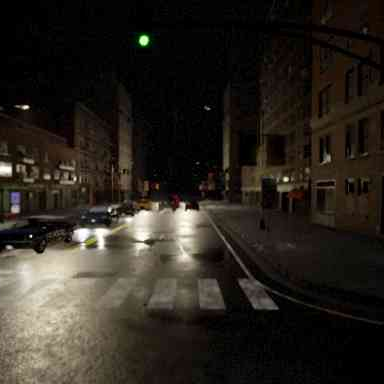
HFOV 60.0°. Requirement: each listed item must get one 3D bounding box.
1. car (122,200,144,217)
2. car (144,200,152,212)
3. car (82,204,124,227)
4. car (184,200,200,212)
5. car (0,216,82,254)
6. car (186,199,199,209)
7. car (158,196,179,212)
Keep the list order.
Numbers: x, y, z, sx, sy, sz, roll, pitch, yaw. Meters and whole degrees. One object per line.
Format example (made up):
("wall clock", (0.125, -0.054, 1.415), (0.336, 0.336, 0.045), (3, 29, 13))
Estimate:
("car", (-6.593, 1.792, 34.440), (2.033, 1.411, 5.357), (0, 0, 0))
("car", (-6.548, 1.791, 44.608), (1.882, 1.535, 5.008), (0, 0, 1))
("car", (-6.586, 1.741, 24.173), (1.994, 1.385, 4.181), (0, 0, 0))
("car", (0.003, 1.843, 44.520), (1.837, 1.490, 4.892), (0, 0, 0))
("car", (-6.592, 1.715, 14.246), (1.895, 1.301, 4.718), (0, 0, 0))
("car", (0.002, 1.958, 54.940), (2.033, 1.411, 5.357), (0, 0, 0))
("car", (-3.246, 1.547, 44.552), (2.150, 2.045, 5.566), (0, 0, 0))
